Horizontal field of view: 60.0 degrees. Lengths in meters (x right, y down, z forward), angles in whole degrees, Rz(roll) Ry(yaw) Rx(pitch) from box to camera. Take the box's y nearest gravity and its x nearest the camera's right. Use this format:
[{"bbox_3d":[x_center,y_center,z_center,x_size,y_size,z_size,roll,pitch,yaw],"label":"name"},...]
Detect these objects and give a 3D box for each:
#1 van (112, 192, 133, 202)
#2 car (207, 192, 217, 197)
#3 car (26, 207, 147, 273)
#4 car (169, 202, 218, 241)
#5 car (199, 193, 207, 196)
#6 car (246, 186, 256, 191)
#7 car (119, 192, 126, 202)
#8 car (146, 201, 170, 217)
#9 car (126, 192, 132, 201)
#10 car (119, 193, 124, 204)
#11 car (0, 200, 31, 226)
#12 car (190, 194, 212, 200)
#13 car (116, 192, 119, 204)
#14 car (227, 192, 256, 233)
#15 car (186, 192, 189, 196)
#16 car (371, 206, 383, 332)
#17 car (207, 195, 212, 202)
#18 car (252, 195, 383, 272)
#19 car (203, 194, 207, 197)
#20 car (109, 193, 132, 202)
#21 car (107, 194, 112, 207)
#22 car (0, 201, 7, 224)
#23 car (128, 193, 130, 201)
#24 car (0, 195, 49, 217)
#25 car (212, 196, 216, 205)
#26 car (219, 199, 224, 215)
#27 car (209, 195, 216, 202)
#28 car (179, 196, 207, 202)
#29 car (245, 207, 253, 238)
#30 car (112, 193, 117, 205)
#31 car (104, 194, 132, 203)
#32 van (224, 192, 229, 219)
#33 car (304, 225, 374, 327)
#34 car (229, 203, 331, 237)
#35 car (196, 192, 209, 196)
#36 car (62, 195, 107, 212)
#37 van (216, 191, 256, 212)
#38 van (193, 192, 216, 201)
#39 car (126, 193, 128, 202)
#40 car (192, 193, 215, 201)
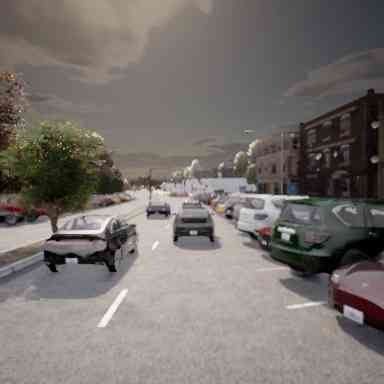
[{"bbox_3d":[-15.694,1.069,75.030,4.442,1.987,1.878,-1,0,-25],"label":"van"},{"bbox_3d":[4.554,1.234,39.040,4.553,1.767,2.185,1,0,-22],"label":"car"},{"bbox_3d":[-2.934,1.460,10.551,2.128,1.511,4.902,0,0,0],"label":"car"},{"bbox_3d":[0.072,1.455,16.398,1.837,1.490,4.892,0,0,0],"label":"car"},{"bbox_3d":[4.204,1.320,51.120,5.008,1.535,2.097,1,0,-23],"label":"car"},{"bbox_3d":[16.790,-0.099,93.425,2.002,1.452,4.674,-7,4,-31],"label":"car"},{"bbox_3d":[-14.388,1.217,57.275,4.553,1.767,2.185,-1,0,-23],"label":"car"},{"bbox_3d":[-2.984,1.508,30.447,1.895,1.301,4.718,0,0,0],"label":"car"},{"bbox_3d":[-14.862,1.314,66.209,5.366,1.575,1.946,-1,0,-24],"label":"car"},{"bbox_3d":[-14.417,1.351,54.234,5.366,1.575,1.946,-1,1,-23],"label":"car"},{"bbox_3d":[-13.444,1.470,21.713,4.792,1.488,2.163,-1,0,-20],"label":"car"},{"bbox_3d":[2.173,1.256,81.219,4.792,1.488,2.163,1,0,-26],"label":"car"},{"bbox_3d":[-14.129,1.234,51.343,4.553,1.767,2.185,-1,0,-22],"label":"car"},{"bbox_3d":[4.765,1.186,14.952,5.566,2.045,2.435,1,0,-20],"label":"car"},{"bbox_3d":[2.122,1.225,78.159,5.366,1.575,1.946,1,0,-26],"label":"car"},{"bbox_3d":[4.729,1.222,2.902,5.566,2.045,2.435,1,0,-20],"label":"car"},{"bbox_3d":[4.618,1.371,36.021,4.892,1.521,2.231,1,0,-21],"label":"car"},{"bbox_3d":[4.771,1.204,8.943,5.566,2.045,2.435,1,0,-20],"label":"car"},{"bbox_3d":[4.418,1.339,45.086,5.008,1.535,2.097,1,0,-22],"label":"car"},{"bbox_3d":[-15.491,1.178,72.043,4.553,1.767,2.185,-1,1,-25],"label":"car"},{"bbox_3d":[-13.820,1.404,45.451,4.792,1.488,2.163,-1,0,-22],"label":"car"},{"bbox_3d":[-13.490,1.479,18.710,4.792,1.488,2.163,-1,0,-20],"label":"car"},{"bbox_3d":[-14.803,1.368,63.175,4.674,1.452,2.002,-1,1,-24],"label":"car"},{"bbox_3d":[-13.508,1.181,24.660,5.566,2.045,2.435,-1,0,-20],"label":"car"},{"bbox_3d":[4.867,1.389,30.060,5.366,1.575,1.946,1,0,-21],"label":"car"},{"bbox_3d":[4.750,1.439,23.977,4.792,1.488,2.163,1,0,-20],"label":"car"},{"bbox_3d":[4.679,1.380,33.003,5.008,1.535,2.097,1,0,-21],"label":"car"},{"bbox_3d":[0.000,1.394,31.776,2.128,1.511,4.902,0,0,-1],"label":"car"},{"bbox_3d":[4.744,1.446,11.933,5.008,1.535,2.097,1,0,-20],"label":"car"},{"bbox_3d":[-13.956,1.366,48.393,5.008,1.535,2.097,-1,1,-22],"label":"car"},{"bbox_3d":[-15.434,1.312,69.003,5.366,1.575,1.946,-1,1,-25],"label":"car"},{"bbox_3d":[4.625,1.191,20.907,4.442,1.987,1.878,1,0,-20],"label":"van"},{"bbox_3d":[4.720,1.493,5.911,4.792,1.488,2.163,1,0,-20],"label":"car"},{"bbox_3d":[4.737,1.428,17.944,5.008,1.535,2.097,1,0,-20],"label":"car"},{"bbox_3d":[4.037,1.058,54.123,5.566,2.045,2.435,1,0,-23],"label":"car"},{"bbox_3d":[-13.780,1.413,42.457,4.792,1.488,2.163,-1,0,-22],"label":"car"},{"bbox_3d":[4.607,1.173,26.932,4.442,1.987,1.878,1,0,-20],"label":"van"},{"bbox_3d":[2.739,1.023,72.172,4.442,1.987,1.878,1,0,-25],"label":"van"},{"bbox_3d":[-14.597,1.375,60.221,4.674,1.452,2.002,-1,1,-24],"label":"car"},{"bbox_3d":[2.604,1.114,75.244,4.553,1.767,2.185,1,0,-25],"label":"car"}]
